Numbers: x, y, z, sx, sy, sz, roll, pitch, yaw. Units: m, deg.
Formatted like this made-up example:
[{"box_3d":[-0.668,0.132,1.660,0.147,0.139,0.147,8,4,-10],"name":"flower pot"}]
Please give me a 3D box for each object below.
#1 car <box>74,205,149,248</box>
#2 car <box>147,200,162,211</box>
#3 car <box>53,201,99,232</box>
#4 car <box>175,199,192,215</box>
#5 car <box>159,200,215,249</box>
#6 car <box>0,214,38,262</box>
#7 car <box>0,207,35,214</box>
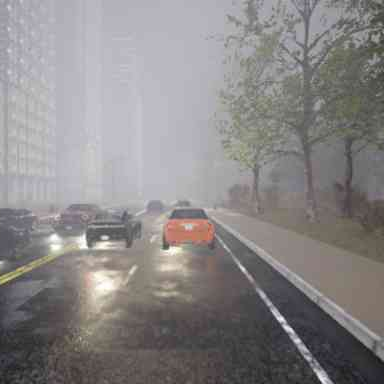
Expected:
[{"box_3d":[-3.434,1.563,15.261,2.128,1.511,4.902,0,0,-2],"name":"car"},{"box_3d":[-4.316,1.655,39.969,1.882,1.535,5.008,0,0,-2],"name":"car"},{"box_3d":[-7.015,1.454,21.049,2.097,1.767,4.553,0,0,-2],"name":"car"},{"box_3d":[-0.991,1.641,38.013,1.882,1.535,5.008,0,0,-2],"name":"car"},{"box_3d":[-0.180,1.416,15.040,2.097,1.767,4.553,0,0,-2],"name":"car"},{"box_3d":[-6.608,1.600,9.694,2.033,1.411,5.357,0,0,-1],"name":"car"},{"box_3d":[-10.190,1.603,18.329,1.837,1.490,4.892,0,-1,-2],"name":"car"}]
